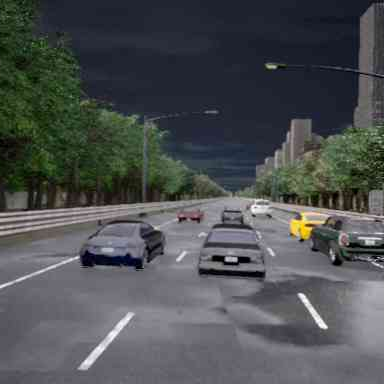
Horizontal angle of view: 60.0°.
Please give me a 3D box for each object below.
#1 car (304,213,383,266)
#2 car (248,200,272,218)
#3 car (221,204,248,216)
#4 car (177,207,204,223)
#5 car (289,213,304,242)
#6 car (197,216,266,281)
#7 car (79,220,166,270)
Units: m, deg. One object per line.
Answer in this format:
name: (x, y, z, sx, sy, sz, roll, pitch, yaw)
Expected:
car: (6.030, 1.684, 12.893, 2.097, 1.767, 4.553, 1, -1, 7)
car: (8.376, 1.982, 40.356, 2.150, 2.045, 5.566, 1, 0, 7)
car: (3.569, 1.973, 29.346, 2.128, 1.511, 4.902, 1, -1, 7)
car: (0.011, 1.982, 29.090, 1.895, 1.301, 4.718, 1, -1, 7)
car: (6.764, 1.909, 18.875, 1.882, 1.535, 5.008, 1, -1, 7)
car: (1.256, 1.720, 10.549, 2.033, 1.411, 5.357, 1, -1, 7)
car: (-2.160, 1.655, 11.458, 1.994, 1.385, 4.181, 1, -1, 7)
